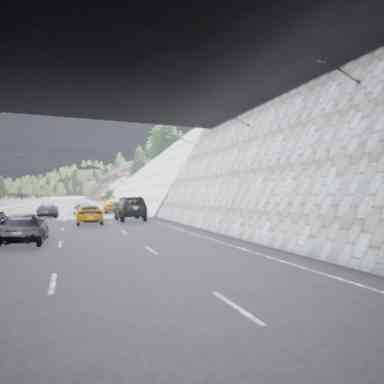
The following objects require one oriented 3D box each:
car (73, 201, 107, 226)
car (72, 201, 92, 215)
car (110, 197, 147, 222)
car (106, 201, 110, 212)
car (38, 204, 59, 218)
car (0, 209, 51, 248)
[{"bbox_3d":[-8.068,1.722,25.973,1.882,1.535,5.008,0,-1,-20],"label":"car"},{"bbox_3d":[-13.234,1.876,39.927,2.128,1.511,4.902,0,0,-20],"label":"car"},{"bbox_3d":[-5.374,1.455,28.756,2.150,2.045,5.566,0,-1,-21],"label":"car"},{"bbox_3d":[-10.009,1.839,41.288,1.882,1.535,5.008,0,0,-20],"label":"car"},{"bbox_3d":[-14.823,1.927,34.137,1.994,1.385,4.181,0,0,-20],"label":"car"},{"bbox_3d":[-8.119,1.745,16.027,1.994,1.385,4.181,0,0,-20],"label":"car"}]
